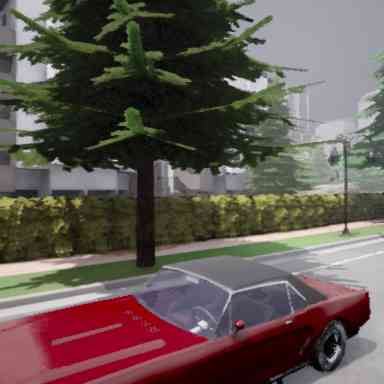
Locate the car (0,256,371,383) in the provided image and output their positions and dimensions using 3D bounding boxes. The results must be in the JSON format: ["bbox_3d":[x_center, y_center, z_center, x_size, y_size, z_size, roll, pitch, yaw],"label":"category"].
[{"bbox_3d":[0.116,1.595,4.054,4.718,1.301,1.895,0,0,-36],"label":"car"}]
